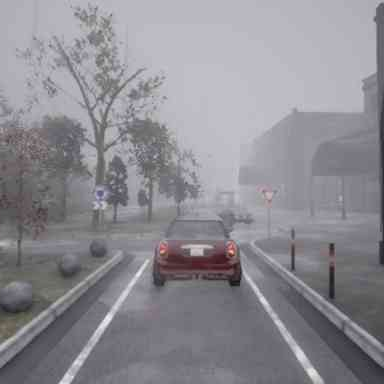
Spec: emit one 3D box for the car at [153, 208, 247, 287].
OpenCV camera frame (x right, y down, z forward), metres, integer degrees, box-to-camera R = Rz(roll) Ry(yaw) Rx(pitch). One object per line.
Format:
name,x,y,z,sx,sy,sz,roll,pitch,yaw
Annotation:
car,0.154,1.420,9.665,2.097,1.767,4.553,0,-1,1

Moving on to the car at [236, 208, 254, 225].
car,3.432,2.099,28.883,2.033,1.411,5.357,1,-2,-17

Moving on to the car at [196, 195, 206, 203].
car,2.270,1.665,84.000,2.150,2.045,5.566,0,0,5

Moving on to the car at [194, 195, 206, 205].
car,1.687,1.788,73.256,2.150,2.045,5.566,0,0,3
